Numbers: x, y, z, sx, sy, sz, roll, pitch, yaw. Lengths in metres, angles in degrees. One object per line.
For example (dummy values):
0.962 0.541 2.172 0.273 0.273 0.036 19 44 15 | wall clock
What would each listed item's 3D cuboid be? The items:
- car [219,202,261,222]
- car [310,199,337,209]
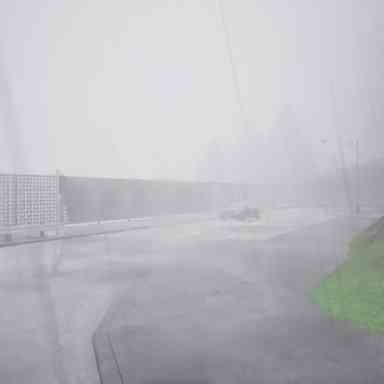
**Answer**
3.957 1.526 26.629 1.812 1.442 4.674 0 0 36 | car
18.162 1.602 45.911 4.718 1.301 1.895 0 0 -44 | car
